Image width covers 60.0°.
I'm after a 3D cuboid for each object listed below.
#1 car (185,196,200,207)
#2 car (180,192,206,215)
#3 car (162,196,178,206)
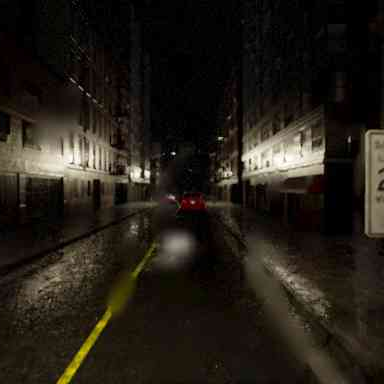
[{"bbox_3d":[0.026,1.257,44.348,1.895,1.301,4.718,0,0,0],"label":"car"},{"bbox_3d":[0.072,0.986,30.939,2.150,2.045,5.566,0,1,0],"label":"car"},{"bbox_3d":[-3.040,1.204,47.318,1.994,1.385,4.181,0,0,0],"label":"car"}]
